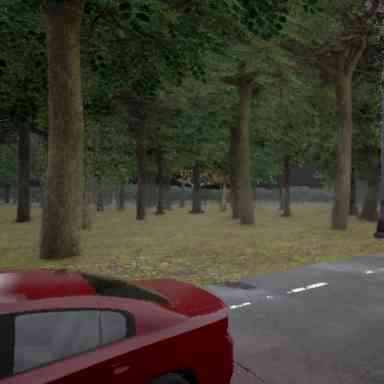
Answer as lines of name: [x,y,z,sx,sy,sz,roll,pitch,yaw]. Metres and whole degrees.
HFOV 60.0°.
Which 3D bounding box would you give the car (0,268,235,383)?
car: [-1.908,1.478,2.632,5.008,1.535,1.882,0,0,-36]
